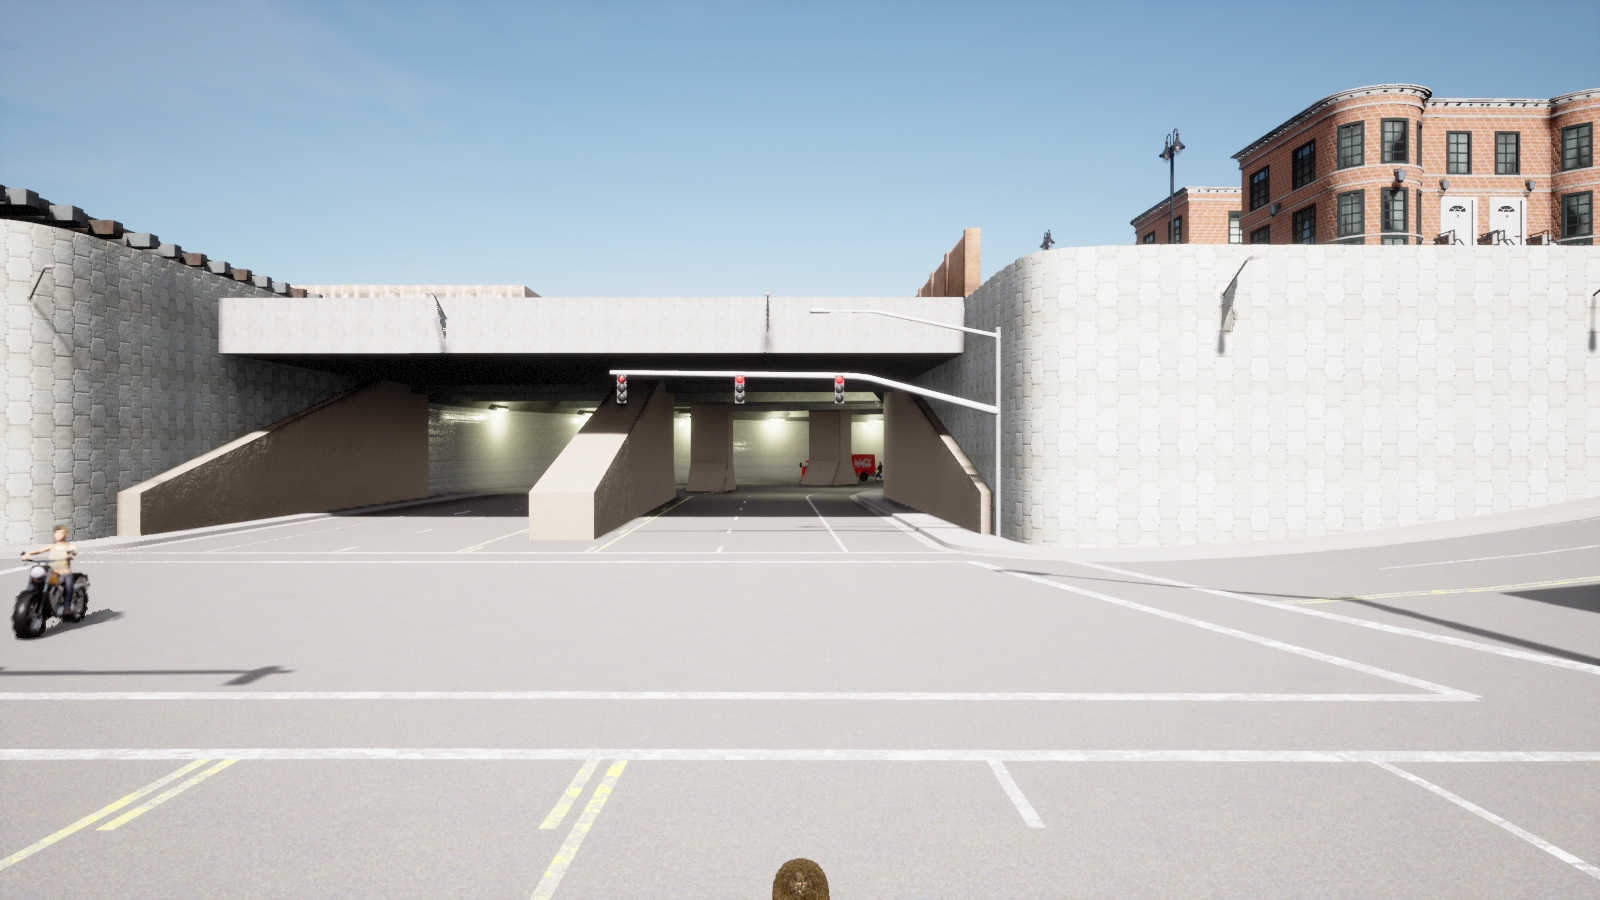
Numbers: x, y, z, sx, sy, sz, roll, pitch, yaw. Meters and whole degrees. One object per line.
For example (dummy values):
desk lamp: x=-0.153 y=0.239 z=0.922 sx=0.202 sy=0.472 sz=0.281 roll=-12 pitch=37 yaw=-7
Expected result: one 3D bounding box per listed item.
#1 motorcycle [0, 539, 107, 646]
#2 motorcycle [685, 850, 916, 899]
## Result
motorcycle: x=-11.532 y=2.142 z=17.616 sx=0.764 sy=1.332 sz=2.356 roll=0 pitch=0 yaw=-13
motorcycle: x=0.004 y=2.174 z=3.443 sx=0.803 sy=1.224 sz=2.033 roll=0 pitch=0 yaw=0
